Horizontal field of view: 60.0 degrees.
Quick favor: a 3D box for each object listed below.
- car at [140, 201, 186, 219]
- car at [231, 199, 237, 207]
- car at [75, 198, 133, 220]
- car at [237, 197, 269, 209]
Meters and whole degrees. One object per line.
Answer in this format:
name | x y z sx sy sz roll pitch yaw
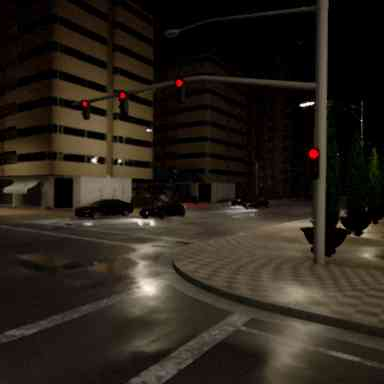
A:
car | -2.310 1.412 27.128 1.994 1.385 4.181 1 1 35
car | 7.479 1.356 47.252 2.033 1.411 5.357 1 0 35
car | -6.952 1.284 26.587 1.882 1.535 5.008 1 1 35
car | 8.120 1.341 42.065 2.128 1.511 4.902 1 0 35
